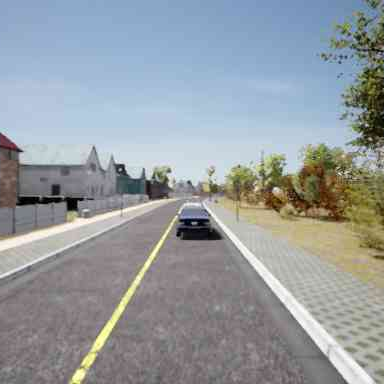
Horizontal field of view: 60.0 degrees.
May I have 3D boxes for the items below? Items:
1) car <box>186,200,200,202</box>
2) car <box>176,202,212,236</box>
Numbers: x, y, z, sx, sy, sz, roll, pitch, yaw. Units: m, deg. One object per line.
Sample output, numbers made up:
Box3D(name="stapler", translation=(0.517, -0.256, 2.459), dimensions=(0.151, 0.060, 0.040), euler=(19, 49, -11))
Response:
Box3D(name="car", translation=(0.108, 1.531, 37.801), dimensions=(1.895, 1.301, 4.718), euler=(0, 0, 0))
Box3D(name="car", translation=(0.105, 1.516, 18.206), dimensions=(2.033, 1.411, 5.357), euler=(0, 0, 0))
